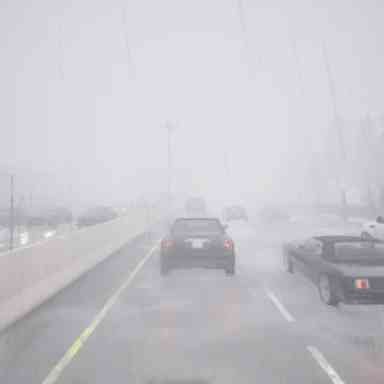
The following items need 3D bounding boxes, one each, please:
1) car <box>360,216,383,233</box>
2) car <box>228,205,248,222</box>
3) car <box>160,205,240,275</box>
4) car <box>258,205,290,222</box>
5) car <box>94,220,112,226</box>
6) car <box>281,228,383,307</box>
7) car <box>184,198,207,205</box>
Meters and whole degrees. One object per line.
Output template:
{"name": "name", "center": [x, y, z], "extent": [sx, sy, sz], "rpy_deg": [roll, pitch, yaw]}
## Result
{"name": "car", "center": [7.159, 1.346, 9.930], "extent": [2.150, 2.045, 5.566], "rpy_deg": [0, -1, 1]}
{"name": "car", "center": [3.833, 1.901, 30.079], "extent": [2.033, 1.411, 5.357], "rpy_deg": [0, -1, 1]}
{"name": "car", "center": [0.170, 1.480, 11.049], "extent": [2.097, 1.767, 4.553], "rpy_deg": [0, -1, 1]}
{"name": "car", "center": [7.332, 1.904, 30.053], "extent": [2.033, 1.411, 5.357], "rpy_deg": [0, -1, 1]}
{"name": "car", "center": [-6.911, 1.756, 24.631], "extent": [1.882, 1.535, 5.008], "rpy_deg": [0, -1, 0]}
{"name": "car", "center": [3.642, 1.701, 8.184], "extent": [1.895, 1.301, 4.718], "rpy_deg": [0, -1, 1]}
{"name": "car", "center": [0.371, 1.623, 34.572], "extent": [2.150, 2.045, 5.566], "rpy_deg": [0, -1, 0]}
